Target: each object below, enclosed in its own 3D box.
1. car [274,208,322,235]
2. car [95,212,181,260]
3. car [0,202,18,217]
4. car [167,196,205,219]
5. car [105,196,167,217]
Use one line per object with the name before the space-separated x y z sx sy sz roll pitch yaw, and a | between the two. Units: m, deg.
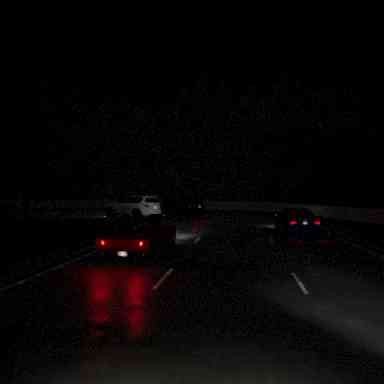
car | 6.050 1.650 19.479 2.033 1.411 5.357 0 0 6
car | -1.872 1.663 12.690 1.895 1.301 4.718 0 0 8
car | -19.005 1.630 30.950 4.902 1.511 2.128 0 -1 -37
car | -1.251 1.377 30.915 5.566 2.045 2.150 0 0 44
car | -5.312 1.365 29.698 5.566 2.045 2.150 0 -1 35
